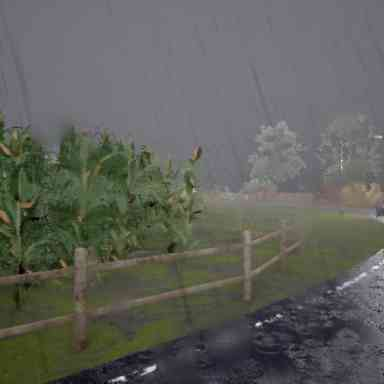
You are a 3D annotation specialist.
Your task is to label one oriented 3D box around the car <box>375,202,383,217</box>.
[{"bbox_3d":[17.658,1.597,29.347,2.033,1.411,5.357,0,0,17],"label":"car"}]
